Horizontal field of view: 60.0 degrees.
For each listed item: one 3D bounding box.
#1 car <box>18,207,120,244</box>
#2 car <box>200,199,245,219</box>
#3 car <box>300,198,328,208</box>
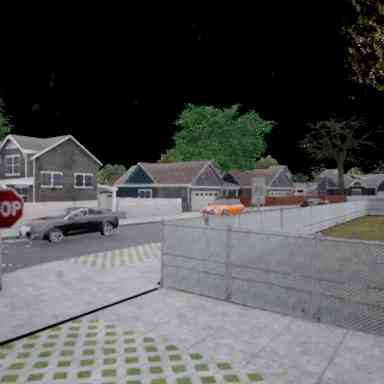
[{"bbox_3d":[-5.760,1.488,16.162,2.128,1.511,4.902,0,0,35],"label":"car"},{"bbox_3d":[2.569,1.345,27.761,2.097,1.767,4.553,0,0,36],"label":"car"},{"bbox_3d":[16.568,1.533,44.876,5.357,1.411,2.033,0,0,-44],"label":"car"}]
